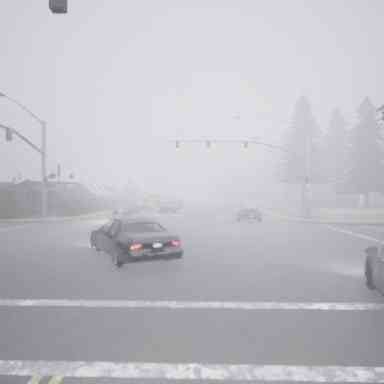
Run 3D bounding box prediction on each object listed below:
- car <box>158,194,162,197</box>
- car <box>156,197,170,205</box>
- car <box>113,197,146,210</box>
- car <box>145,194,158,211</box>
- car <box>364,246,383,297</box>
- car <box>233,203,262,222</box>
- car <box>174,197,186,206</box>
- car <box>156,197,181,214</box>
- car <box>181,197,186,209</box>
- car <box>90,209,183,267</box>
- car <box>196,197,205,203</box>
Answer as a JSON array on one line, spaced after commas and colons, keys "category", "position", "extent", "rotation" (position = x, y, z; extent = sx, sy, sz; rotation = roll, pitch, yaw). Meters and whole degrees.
[{"category": "car", "position": [-5.645, 1.325, 51.071], "extent": [2.150, 2.045, 5.566], "rotation": [0, 0, 2]}, {"category": "car", "position": [-5.341, 1.672, 61.608], "extent": [2.033, 1.411, 5.357], "rotation": [0, 0, 1]}, {"category": "car", "position": [-6.251, 1.557, 32.232], "extent": [2.128, 1.511, 4.902], "rotation": [0, 0, 4]}, {"category": "car", "position": [-5.932, 1.436, 41.431], "extent": [2.097, 1.767, 4.553], "rotation": [0, 0, 1]}, {"category": "car", "position": [4.550, 1.518, 6.124], "extent": [1.837, 1.490, 4.892], "rotation": [-1, 0, 18]}, {"category": "car", "position": [4.346, 1.579, 26.429], "extent": [1.812, 1.442, 4.674], "rotation": [0, 0, 2]}, {"category": "car", "position": [-1.965, 1.640, 56.591], "extent": [1.812, 1.442, 4.674], "rotation": [0, 0, 1]}, {"category": "car", "position": [-2.544, 1.601, 37.174], "extent": [1.812, 1.442, 4.674], "rotation": [0, 0, 1]}, {"category": "car", "position": [-2.290, 1.571, 46.397], "extent": [1.882, 1.535, 5.008], "rotation": [0, 0, 2]}, {"category": "car", "position": [-2.168, 1.572, 11.687], "extent": [2.033, 1.411, 5.357], "rotation": [0, 0, -28]}, {"category": "car", "position": [1.969, 1.701, 74.010], "extent": [1.994, 1.385, 4.181], "rotation": [0, 0, 1]}]
